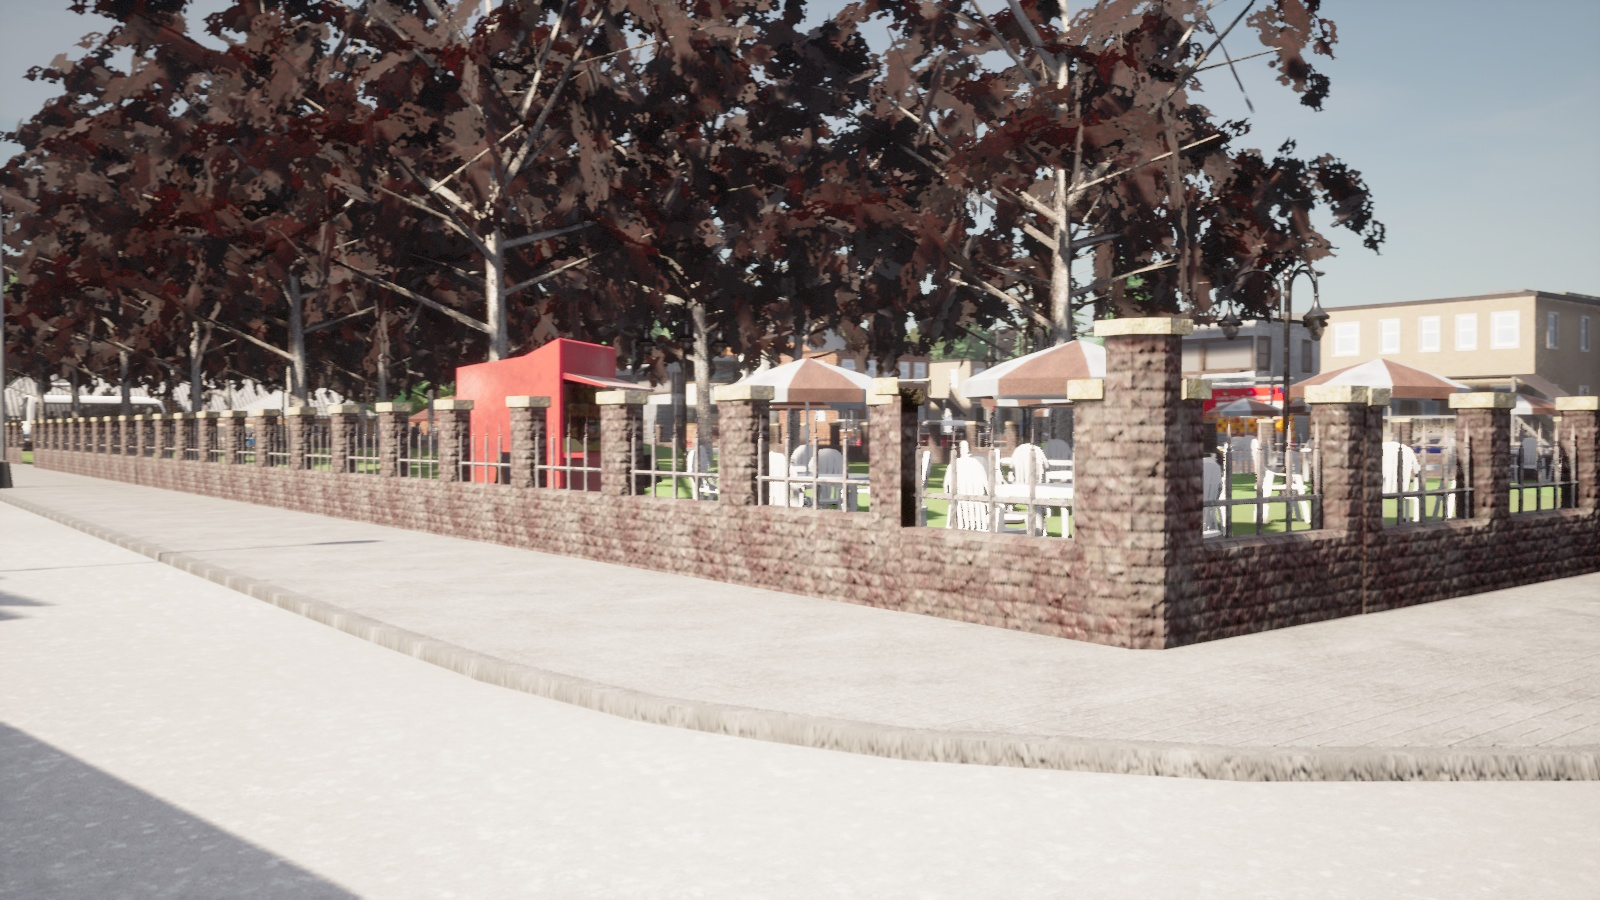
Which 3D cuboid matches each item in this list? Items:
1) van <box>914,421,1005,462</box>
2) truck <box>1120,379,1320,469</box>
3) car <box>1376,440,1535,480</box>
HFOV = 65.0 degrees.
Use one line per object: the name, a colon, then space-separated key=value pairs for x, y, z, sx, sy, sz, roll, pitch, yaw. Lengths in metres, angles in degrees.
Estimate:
van: x=8.210 y=-0.471 z=65.058 sx=2.069 sy=2.038 sz=4.480 roll=0 pitch=1 yaw=-38
truck: x=19.085 y=-1.174 z=57.607 sx=2.891 sy=3.827 sz=8.468 roll=0 pitch=1 yaw=-38
car: x=23.583 y=0.319 z=45.341 sx=1.895 sy=1.301 sz=4.718 roll=0 pitch=1 yaw=-38
